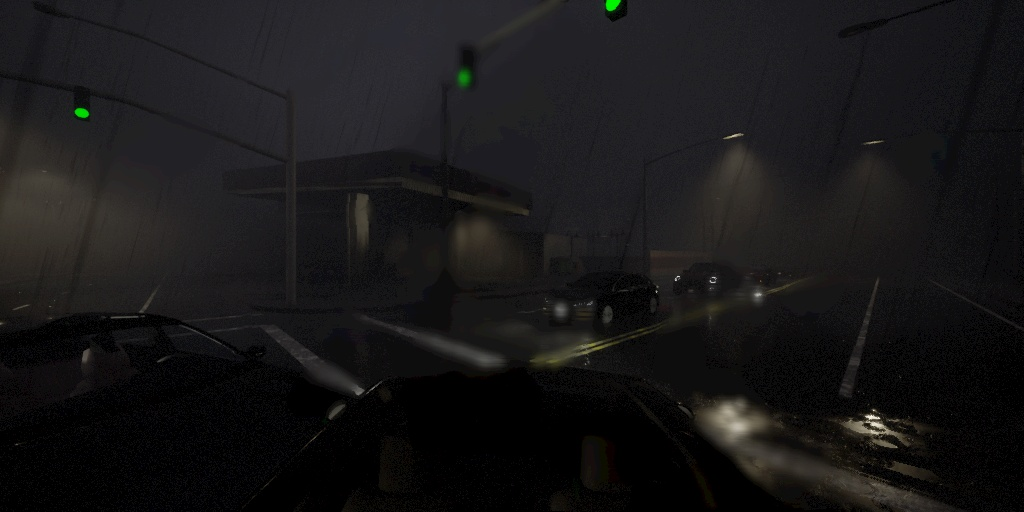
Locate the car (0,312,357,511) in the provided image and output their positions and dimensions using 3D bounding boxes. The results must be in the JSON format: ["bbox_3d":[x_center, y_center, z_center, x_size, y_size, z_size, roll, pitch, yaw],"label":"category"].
[{"bbox_3d":[-3.375,1.242,2.708,4.902,1.511,2.128,0,0,16],"label":"car"}]

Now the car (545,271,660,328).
[{"bbox_3d":[3.083,1.255,11.615,4.892,1.490,1.837,0,0,-44],"label":"car"}]

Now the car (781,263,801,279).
[{"bbox_3d":[24.343,1.314,32.057,4.181,1.385,1.994,0,0,-44],"label":"car"}]

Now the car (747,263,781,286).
[{"bbox_3d":[17.087,1.314,25.129,4.181,1.385,1.994,0,0,-45],"label":"car"}]

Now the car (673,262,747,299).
[{"bbox_3d":[10.041,1.102,18.340,4.553,1.767,2.097,0,0,-44],"label":"car"}]
